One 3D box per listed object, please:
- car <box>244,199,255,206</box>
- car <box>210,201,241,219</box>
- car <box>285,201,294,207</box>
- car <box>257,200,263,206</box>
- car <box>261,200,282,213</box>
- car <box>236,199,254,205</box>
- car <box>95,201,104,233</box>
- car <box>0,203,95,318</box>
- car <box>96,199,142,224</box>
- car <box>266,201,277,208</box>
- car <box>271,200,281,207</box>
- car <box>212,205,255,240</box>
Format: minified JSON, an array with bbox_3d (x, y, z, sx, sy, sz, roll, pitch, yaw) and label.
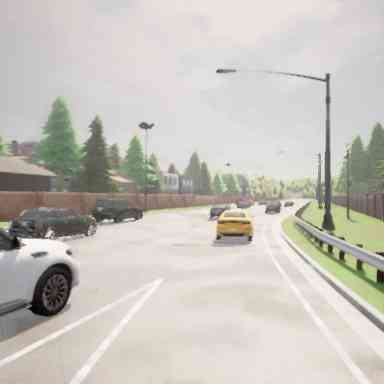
[{"bbox_3d":[15.142,2.725,87.809,2.097,1.767,4.553,0,-1,20],"label":"car"},{"bbox_3d":[3.295,2.025,35.199,2.128,1.511,4.902,0,-1,20],"label":"car"},{"bbox_3d":[23.631,2.841,80.484,2.128,1.511,4.902,0,-1,20],"label":"car"},{"bbox_3d":[18.182,2.886,85.937,1.812,1.442,4.674,0,-1,20],"label":"car"},{"bbox_3d":[11.842,2.267,48.252,2.128,1.511,4.902,0,-1,20],"label":"car"},{"bbox_3d":[10.032,2.533,63.567,2.033,1.411,5.357,0,-1,20],"label":"car"},{"bbox_3d":[-7.015,1.564,17.375,2.097,1.767,4.553,0,-1,20],"label":"car"},{"bbox_3d":[-4.134,1.271,4.962,2.150,2.045,5.566,0,-1,20],"label":"car"},{"bbox_3d":[-6.435,1.605,29.055,2.150,2.045,5.566,0,-1,20],"label":"car"},{"bbox_3d":[17.904,2.726,75.074,1.812,1.442,4.674,0,-1,20],"label":"car"},{"bbox_3d":[21.279,2.833,84.221,1.882,1.535,5.008,0,-1,20],"label":"car"},{"bbox_3d":[2.561,1.773,19.118,1.882,1.535,5.008,0,-1,11],"label":"car"}]
